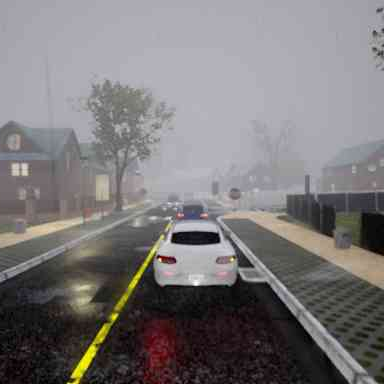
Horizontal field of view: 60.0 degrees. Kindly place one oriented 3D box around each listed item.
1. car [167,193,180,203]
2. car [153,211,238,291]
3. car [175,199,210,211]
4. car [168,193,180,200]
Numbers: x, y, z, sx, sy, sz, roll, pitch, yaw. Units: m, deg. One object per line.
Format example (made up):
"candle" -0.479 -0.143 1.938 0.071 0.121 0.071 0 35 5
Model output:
"car" -2.970 1.068 54.776 1.994 1.385 4.181 0 1 0
"car" 0.080 1.452 8.644 1.812 1.442 4.674 0 0 0
"car" 0.104 1.357 19.575 1.812 1.442 4.674 0 1 2
"car" -3.851 0.944 69.574 1.812 1.442 4.674 0 0 -12
